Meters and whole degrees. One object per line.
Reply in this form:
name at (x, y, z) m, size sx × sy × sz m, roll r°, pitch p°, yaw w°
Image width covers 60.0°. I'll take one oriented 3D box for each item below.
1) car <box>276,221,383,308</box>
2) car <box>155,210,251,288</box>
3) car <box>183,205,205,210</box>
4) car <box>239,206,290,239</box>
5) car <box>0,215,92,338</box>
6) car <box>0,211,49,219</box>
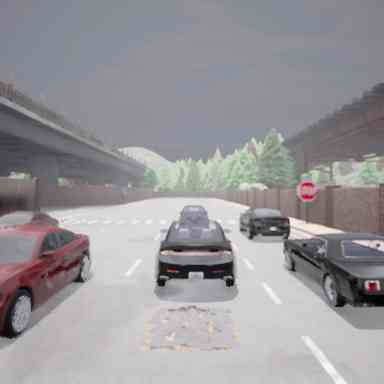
car at (3.609, 1.602, 7.830) m, size 1.895 × 1.301 × 4.718 m, roll 0°, pitch 0°, yaw 0°
car at (0.097, 1.494, 9.263) m, size 2.128 × 1.511 × 4.902 m, roll 0°, pitch 0°, yaw 0°
car at (0.119, 1.551, 21.292) m, size 2.033 × 1.411 × 5.357 m, roll 0°, pitch 0°, yaw 0°
car at (3.619, 1.480, 17.234) m, size 1.882 × 1.535 × 5.008 m, roll 0°, pitch 0°, yaw 0°
car at (-3.585, 1.479, 6.826) m, size 1.882 × 1.535 × 5.008 m, roll 0°, pitch 0°, yaw 0°
car at (-7.050, 1.528, 13.797) m, size 1.812 × 1.442 × 4.674 m, roll 0°, pitch 0°, yaw 0°
